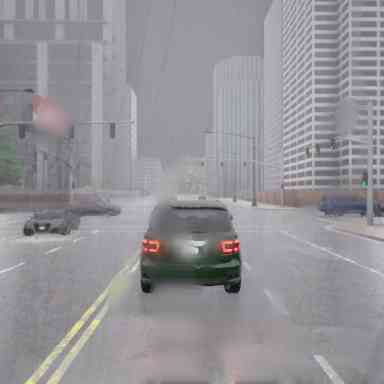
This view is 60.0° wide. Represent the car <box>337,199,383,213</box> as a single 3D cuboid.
[{"bbox_3d":[19.463,1.547,37.359,5.357,1.411,2.033,0,0,-1],"label":"car"}]

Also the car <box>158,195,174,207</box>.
[{"bbox_3d":[-4.030,1.352,52.249,2.097,1.767,4.553,0,0,0],"label":"car"}]

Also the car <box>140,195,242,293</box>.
[{"bbox_3d":[-0.021,1.221,8.991,2.150,2.045,5.566,0,0,0],"label":"car"}]

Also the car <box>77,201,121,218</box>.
[{"bbox_3d":[-8.706,1.526,29.763,4.674,1.442,1.812,0,0,-1],"label":"car"}]

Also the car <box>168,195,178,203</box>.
[{"bbox_3d":[-4.110,1.500,72.176,1.837,1.490,4.892,0,0,0],"label":"car"}]

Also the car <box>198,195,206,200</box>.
[{"bbox_3d":[2.731,1.500,90.601,1.837,1.490,4.892,0,0,0],"label":"car"}]

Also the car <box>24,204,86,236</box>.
[{"bbox_3d":[-7.476,1.563,18.218,1.994,1.385,4.181,0,0,-5],"label":"car"}]

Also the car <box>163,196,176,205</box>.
[{"bbox_3d":[-4.086,1.547,61.872,2.033,1.411,5.357,0,0,0],"label":"car"}]

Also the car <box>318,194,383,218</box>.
[{"bbox_3d":[14.300,1.221,30.086,5.566,2.045,2.150,0,0,-1],"label":"car"}]
